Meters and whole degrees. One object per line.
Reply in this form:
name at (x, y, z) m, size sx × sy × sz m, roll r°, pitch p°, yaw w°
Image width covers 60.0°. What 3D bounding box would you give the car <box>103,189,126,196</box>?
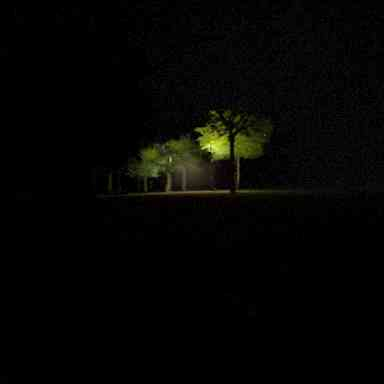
car at (-17.108, 0.107, 73.829) m, size 2.033 × 1.411 × 5.357 m, roll -2°, pitch 1°, yaw 38°
